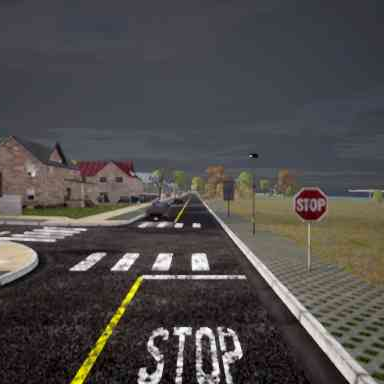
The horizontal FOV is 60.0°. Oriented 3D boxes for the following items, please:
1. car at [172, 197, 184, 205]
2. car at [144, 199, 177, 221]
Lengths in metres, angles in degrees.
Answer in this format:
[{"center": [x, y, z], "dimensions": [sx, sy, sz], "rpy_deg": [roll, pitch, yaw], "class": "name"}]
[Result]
[{"center": [-2.443, 1.529, 58.386], "dimensions": [1.994, 1.385, 4.181], "rpy_deg": [0, 0, 0], "class": "car"}, {"center": [-2.617, 1.552, 27.027], "dimensions": [2.033, 1.411, 5.357], "rpy_deg": [0, 0, 0], "class": "car"}]
